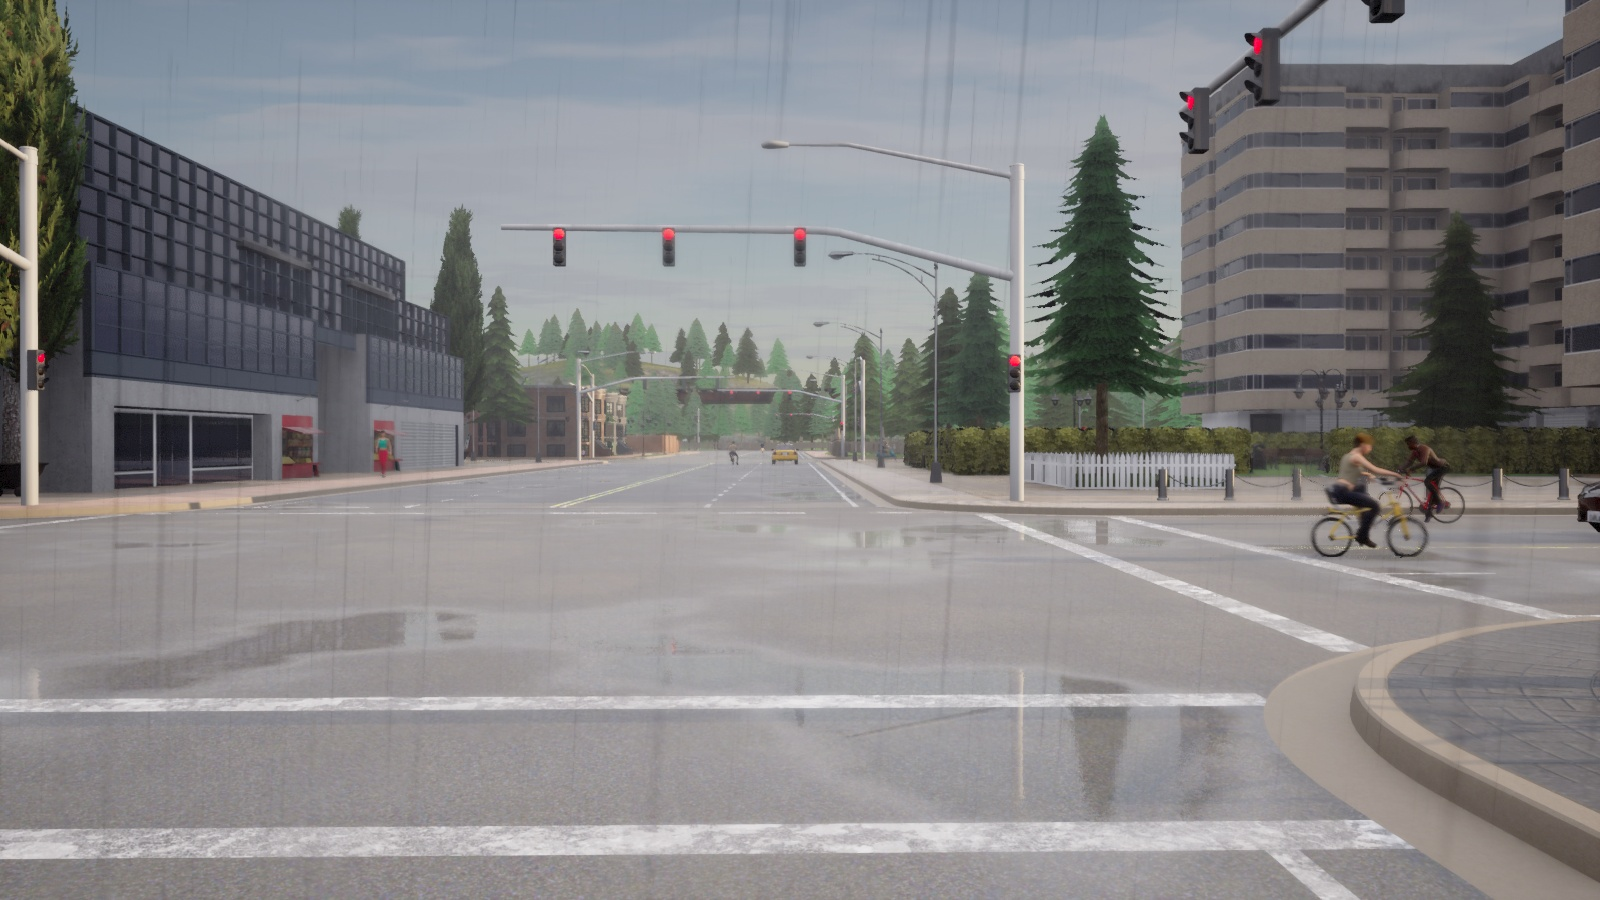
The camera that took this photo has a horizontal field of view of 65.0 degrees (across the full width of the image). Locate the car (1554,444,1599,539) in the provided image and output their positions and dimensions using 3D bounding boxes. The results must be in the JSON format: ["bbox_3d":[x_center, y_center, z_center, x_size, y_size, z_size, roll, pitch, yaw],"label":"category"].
[{"bbox_3d":[14.827,0.647,19.625,4.792,1.488,2.163,0,0,-1],"label":"car"}]

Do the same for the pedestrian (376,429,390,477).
[{"bbox_3d":[-16.001,0.120,48.205,0.345,1.836,0.594,0,0,-1],"label":"pedestrian"}]

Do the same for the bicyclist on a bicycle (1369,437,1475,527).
[{"bbox_3d":[11.414,0.578,23.080,1.656,1.620,0.582,0,0,-1],"label":"bicyclist on a bicycle"}]

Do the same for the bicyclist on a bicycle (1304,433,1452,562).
[{"bbox_3d":[7.392,0.598,16.124,1.509,1.612,0.866,0,0,1],"label":"bicyclist on a bicycle"}]

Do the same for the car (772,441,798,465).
[{"bbox_3d":[-1.048,0.189,87.747,1.801,1.575,5.366,0,0,-1],"label":"car"}]
